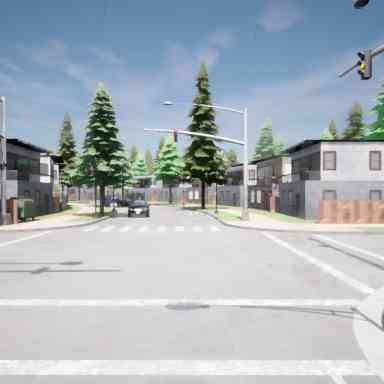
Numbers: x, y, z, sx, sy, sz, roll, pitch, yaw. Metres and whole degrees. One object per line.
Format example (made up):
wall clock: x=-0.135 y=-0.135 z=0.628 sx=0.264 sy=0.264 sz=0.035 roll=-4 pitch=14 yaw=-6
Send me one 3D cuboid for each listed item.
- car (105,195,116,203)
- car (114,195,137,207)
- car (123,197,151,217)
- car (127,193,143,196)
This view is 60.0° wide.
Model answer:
car: x=-16.507 y=1.318 z=66.785 sx=2.097 sy=1.767 sz=4.553 roll=0 pitch=0 yaw=-45
car: x=-9.840 y=1.566 z=49.315 sx=1.895 sy=1.301 sz=4.718 roll=0 pitch=0 yaw=-24
car: x=-4.839 y=1.457 z=30.567 sx=2.128 sy=1.511 sz=4.902 roll=0 pitch=0 yaw=-7
car: x=-10.391 y=1.187 z=58.441 sx=2.150 sy=2.045 sz=5.566 roll=0 pitch=0 yaw=-36
